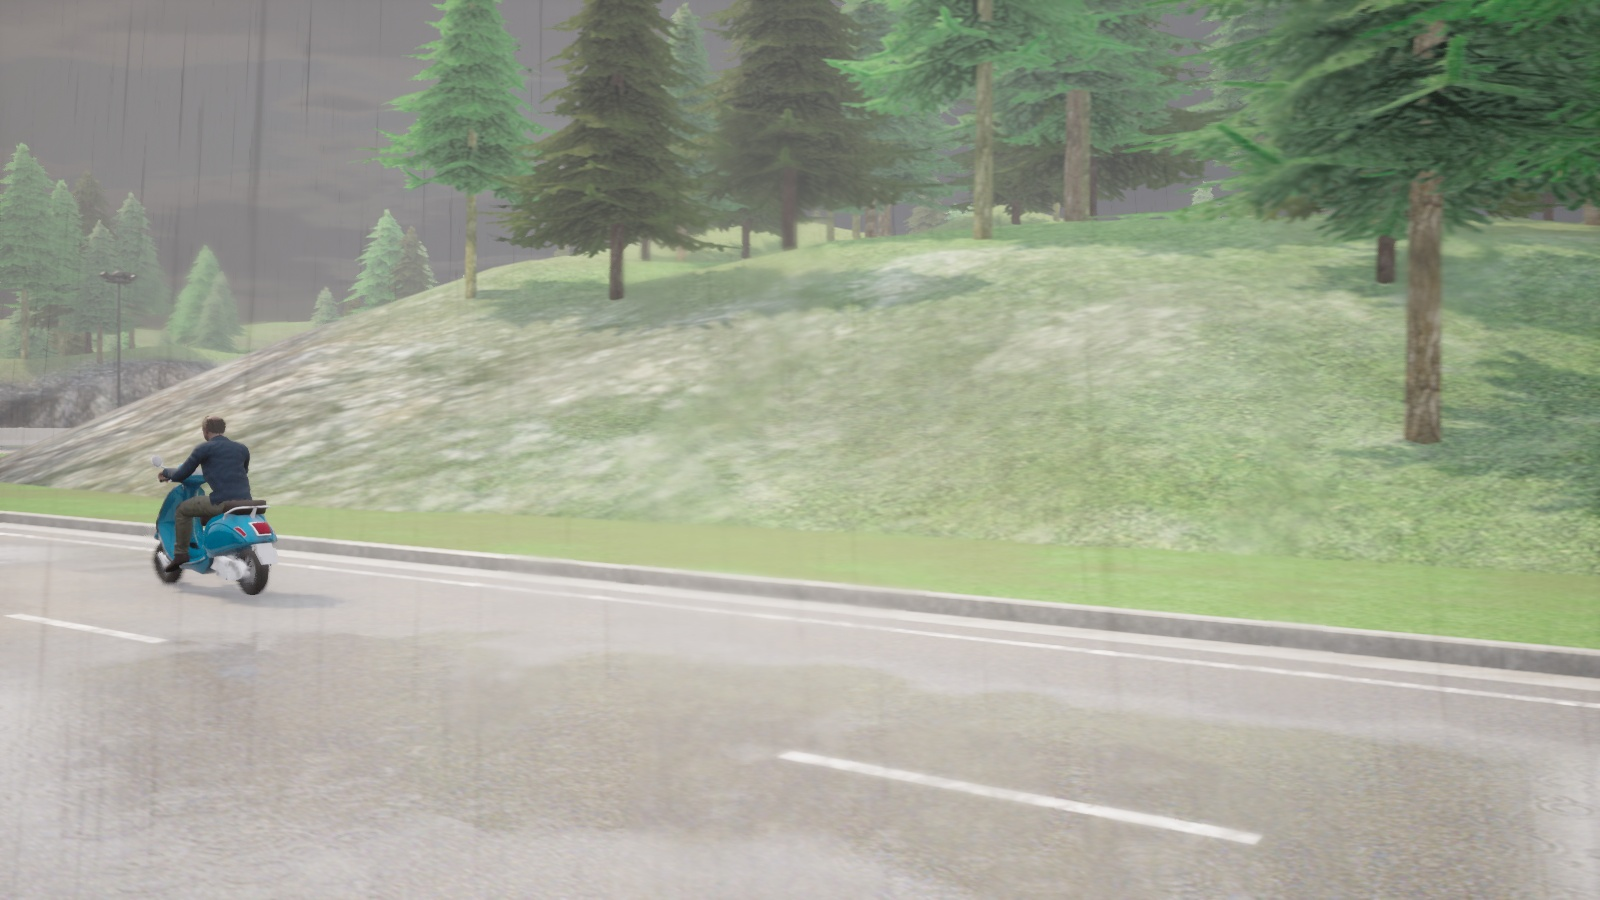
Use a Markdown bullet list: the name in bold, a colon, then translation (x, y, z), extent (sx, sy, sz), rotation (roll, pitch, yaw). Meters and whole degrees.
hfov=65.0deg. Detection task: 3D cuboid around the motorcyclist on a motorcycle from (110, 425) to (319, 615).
- **motorcyclist on a motorcycle**: translation (-5.301, 0.578, 11.346), extent (1.817, 1.590, 0.866), rotation (0, 1, 34)
